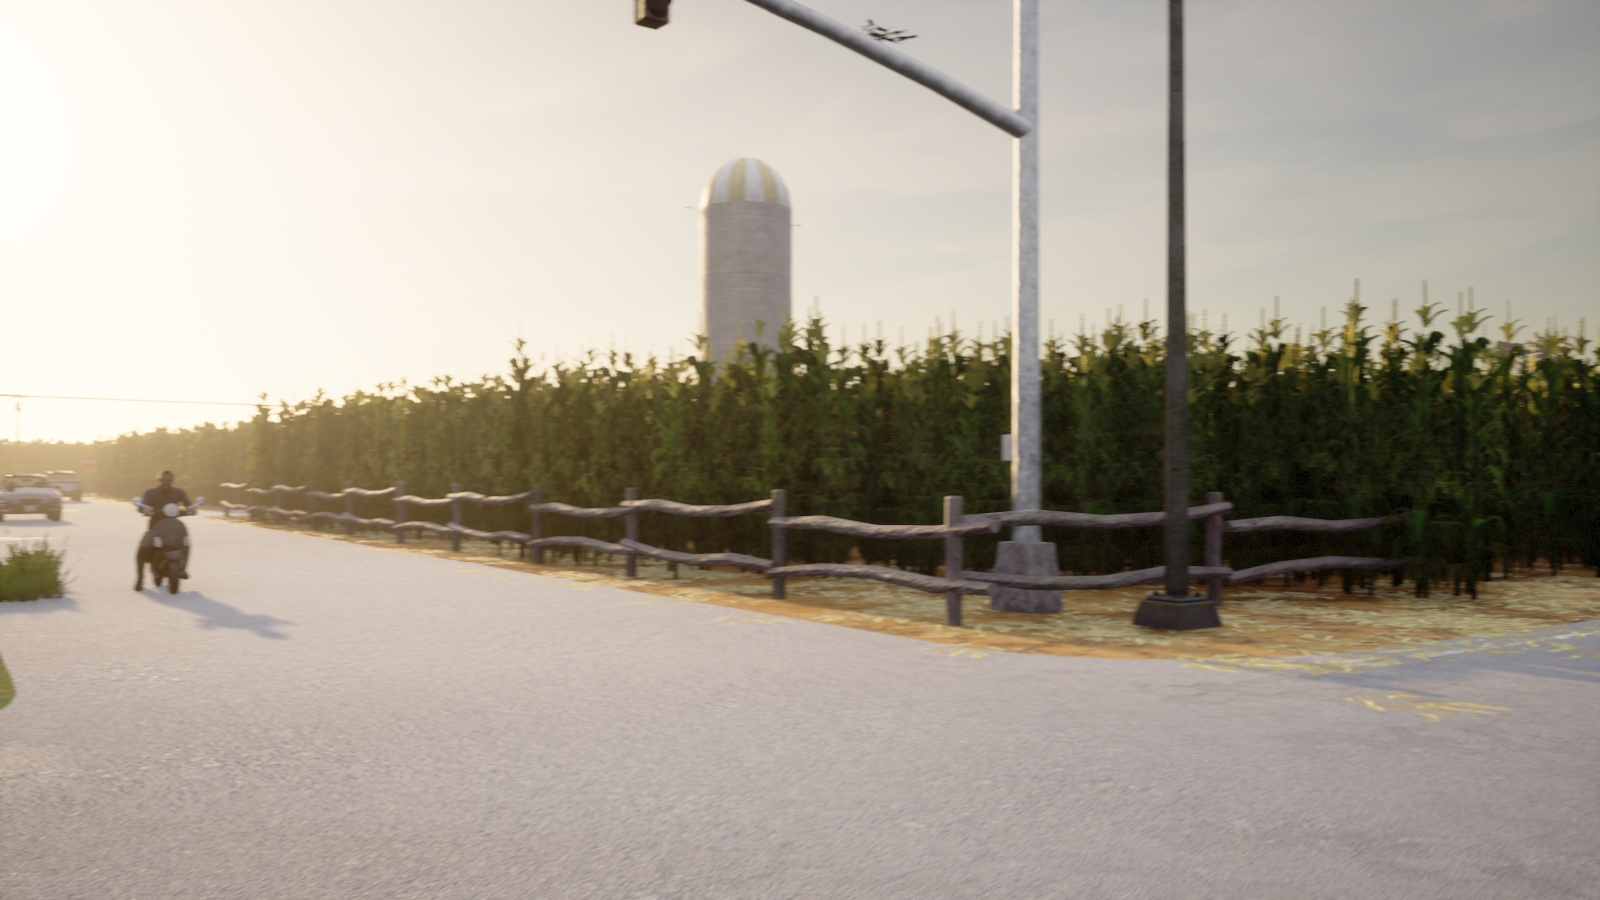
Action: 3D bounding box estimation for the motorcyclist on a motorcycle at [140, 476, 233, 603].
[{"bbox_3d":[-8.187,1.140,16.721,0.866,1.590,1.817,1,-1,-34],"label":"motorcyclist on a motorcycle"}]

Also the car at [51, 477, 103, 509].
[{"bbox_3d":[-38.331,2.246,66.539,2.033,1.649,4.856,1,-1,-34],"label":"car"}]

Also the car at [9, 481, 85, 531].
[{"bbox_3d":[-24.006,1.735,39.971,1.816,1.474,4.193,1,-1,-34],"label":"car"}]
